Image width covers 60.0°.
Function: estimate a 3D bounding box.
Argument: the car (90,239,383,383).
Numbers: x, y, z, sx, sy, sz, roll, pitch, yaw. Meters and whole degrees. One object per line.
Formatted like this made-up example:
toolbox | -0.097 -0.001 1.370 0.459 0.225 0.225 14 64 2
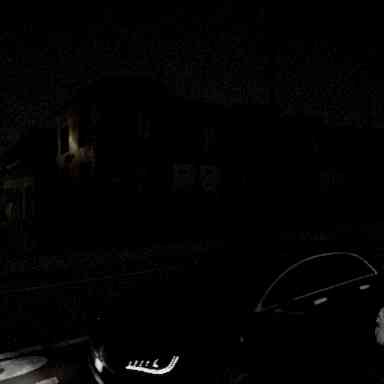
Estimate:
car | 1.084 1.501 4.695 4.892 1.490 1.837 0 0 -34
